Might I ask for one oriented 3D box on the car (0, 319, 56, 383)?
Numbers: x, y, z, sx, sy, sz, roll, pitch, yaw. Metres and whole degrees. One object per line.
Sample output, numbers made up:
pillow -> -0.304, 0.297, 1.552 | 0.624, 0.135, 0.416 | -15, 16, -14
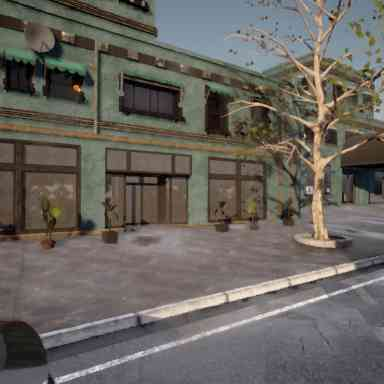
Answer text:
car -> -3.058, 1.493, 1.187 | 4.902, 1.511, 2.128 | 0, 0, -36
